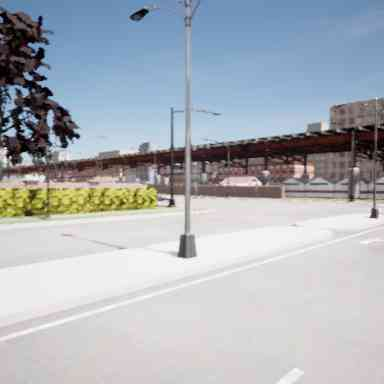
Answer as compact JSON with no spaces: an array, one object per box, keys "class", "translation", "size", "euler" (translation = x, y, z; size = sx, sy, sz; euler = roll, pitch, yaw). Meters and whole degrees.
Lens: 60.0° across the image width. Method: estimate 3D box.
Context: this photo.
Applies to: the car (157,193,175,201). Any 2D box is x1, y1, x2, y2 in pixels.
[{"class":"car","translation":[-4.888,0.794,52.360],"size":[4.718,1.301,1.895],"euler":[1,1,45]}]
